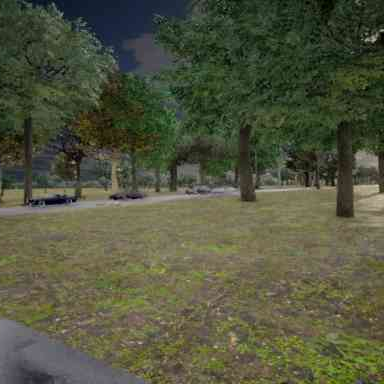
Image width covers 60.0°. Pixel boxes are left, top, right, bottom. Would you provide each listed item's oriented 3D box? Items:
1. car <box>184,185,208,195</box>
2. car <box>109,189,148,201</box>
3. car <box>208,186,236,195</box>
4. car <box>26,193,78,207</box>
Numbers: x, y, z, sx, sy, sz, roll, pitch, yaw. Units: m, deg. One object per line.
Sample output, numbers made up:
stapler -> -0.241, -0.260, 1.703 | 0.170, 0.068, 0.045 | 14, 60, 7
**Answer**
car -> 0.773, -0.255, 53.018 | 1.837, 1.490, 4.892 | -1, 2, 38
car -> -7.865, 0.324, 41.839 | 2.033, 1.411, 5.357 | -1, 2, 37
car -> 5.038, -0.271, 52.539 | 1.895, 1.301, 4.718 | -1, 2, 37
car -> -14.159, 0.784, 33.652 | 1.895, 1.301, 4.718 | -1, 2, 38
